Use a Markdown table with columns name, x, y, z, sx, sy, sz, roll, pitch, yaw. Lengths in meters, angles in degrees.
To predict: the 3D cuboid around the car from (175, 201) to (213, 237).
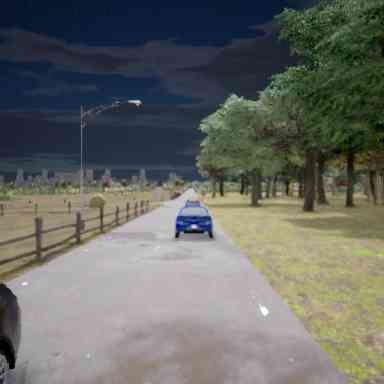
| name | x | y | z | sx | sy | sz | roll | pitch | yaw |
| --- | --- | --- | --- | --- | --- | --- | --- | --- | --- |
| car | 0.102 | 1.490 | 18.167 | 1.882 | 1.535 | 5.008 | 0 | 0 | 0 |

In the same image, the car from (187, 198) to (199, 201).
| name | x | y | z | sx | sy | sz | roll | pitch | yaw |
| --- | --- | --- | --- | --- | --- | --- | --- | --- | --- |
| car | 0.107 | 1.461 | 40.649 | 2.128 | 1.511 | 4.902 | 0 | 0 | 0 |

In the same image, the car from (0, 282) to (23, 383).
| name | x | y | z | sx | sy | sz | roll | pitch | yaw |
| --- | --- | --- | --- | --- | --- | --- | --- | --- | --- |
| car | -2.851 | 1.493 | 1.837 | 2.128 | 1.511 | 4.902 | 0 | 0 | 0 |
